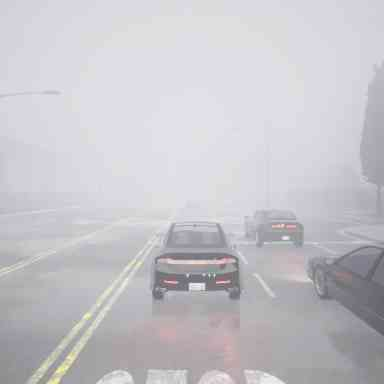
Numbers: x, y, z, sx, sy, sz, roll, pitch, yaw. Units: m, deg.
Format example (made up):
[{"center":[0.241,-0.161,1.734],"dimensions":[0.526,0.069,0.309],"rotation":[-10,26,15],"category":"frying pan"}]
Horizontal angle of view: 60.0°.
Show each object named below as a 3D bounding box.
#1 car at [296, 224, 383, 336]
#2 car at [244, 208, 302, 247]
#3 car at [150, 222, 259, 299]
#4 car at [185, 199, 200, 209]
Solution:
[{"center":[3.591,1.547,5.370],"dimensions":[2.033,1.411,5.357],"rotation":[0,0,0],"category":"car"},{"center":[3.574,1.505,15.116],"dimensions":[1.837,1.490,4.892],"rotation":[0,0,0],"category":"car"},{"center":[0.086,1.492,8.417],"dimensions":[2.128,1.511,4.902],"rotation":[0,0,0],"category":"car"},{"center":[0.023,1.601,44.140],"dimensions":[1.895,1.301,4.718],"rotation":[0,0,0],"category":"car"}]
